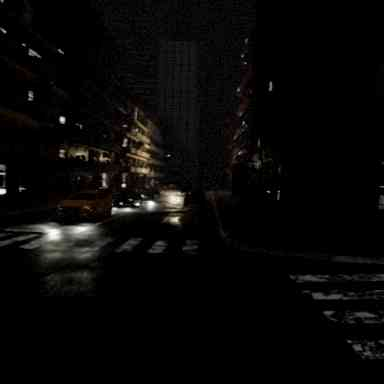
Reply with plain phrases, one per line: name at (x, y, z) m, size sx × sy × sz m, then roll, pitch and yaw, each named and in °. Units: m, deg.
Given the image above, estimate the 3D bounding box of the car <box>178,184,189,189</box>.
car at (-0.831, -0.571, 59.653) m, size 2.097 × 1.767 × 4.553 m, roll 2°, pitch 2°, yaw 3°

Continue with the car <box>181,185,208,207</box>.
car at (0.315, 0.468, 30.610) m, size 1.967 × 1.590 × 4.097 m, roll 1°, pitch 2°, yaw 3°

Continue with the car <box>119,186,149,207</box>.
car at (-5.537, 0.452, 29.377) m, size 2.033 × 1.411 × 5.357 m, roll 2°, pitch 2°, yaw 3°

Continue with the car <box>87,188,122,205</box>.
car at (-8.053, 0.347, 31.053) m, size 1.947 × 1.339 × 4.313 m, roll 1°, pitch 2°, yaw 3°

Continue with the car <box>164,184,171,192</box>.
car at (-6.012, -0.800, 69.678) m, size 1.802 × 1.307 × 4.206 m, roll 1°, pitch 2°, yaw 3°

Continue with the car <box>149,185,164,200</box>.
car at (-4.991, 0.203, 39.359) m, size 1.895 × 1.301 × 4.718 m, roll 2°, pitch 2°, yaw 4°

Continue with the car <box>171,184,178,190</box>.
car at (-5.136, -1.323, 86.230) m, size 2.008 × 1.369 × 4.403 m, roll 1°, pitch 2°, yaw 3°

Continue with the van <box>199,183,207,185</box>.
van at (1.775, -0.464, 58.195) m, size 1.690 × 1.788 × 3.998 m, roll 1°, pitch 2°, yaw 3°

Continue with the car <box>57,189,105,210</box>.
car at (-8.343, 0.500, 25.535) m, size 2.008 × 1.369 × 4.403 m, roll 1°, pitch 2°, yaw 3°

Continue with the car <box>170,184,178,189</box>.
car at (-4.846, -1.456, 91.749) m, size 1.802 × 1.307 × 4.206 m, roll 1°, pitch 2°, yaw 3°

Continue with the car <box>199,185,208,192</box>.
car at (2.645, -0.755, 74.755) m, size 1.887 × 1.381 × 4.507 m, roll 1°, pitch 2°, yaw 3°

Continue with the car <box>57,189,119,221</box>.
car at (-6.062, 0.685, 19.429) m, size 1.882 × 1.535 × 5.008 m, roll 2°, pitch 2°, yaw 3°

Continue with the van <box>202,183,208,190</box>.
van at (3.524, -1.450, 91.301) m, size 1.690 × 1.788 × 3.998 m, roll 1°, pitch 2°, yaw 3°

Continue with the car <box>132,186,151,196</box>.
car at (-7.179, -0.138, 47.607) m, size 1.802 × 1.307 × 4.206 m, roll 1°, pitch 2°, yaw 3°
